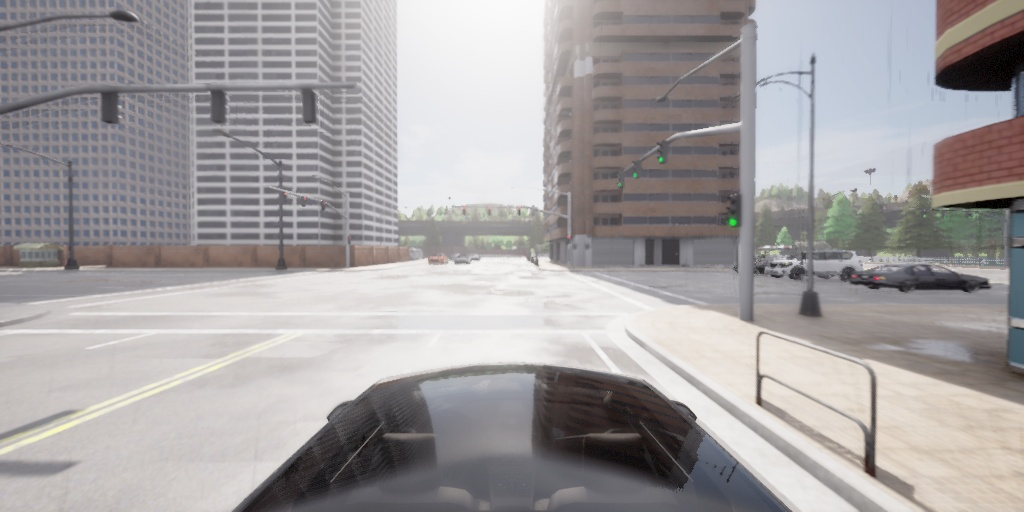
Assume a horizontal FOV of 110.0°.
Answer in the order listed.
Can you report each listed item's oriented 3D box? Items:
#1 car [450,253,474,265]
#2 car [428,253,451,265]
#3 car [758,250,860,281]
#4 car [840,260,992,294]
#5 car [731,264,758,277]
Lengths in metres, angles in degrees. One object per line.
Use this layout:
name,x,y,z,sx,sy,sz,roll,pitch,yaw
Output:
car,-7.048,0.581,51.030,1.895,1.301,4.718,0,1,0
car,-10.546,0.331,51.102,2.097,1.767,4.553,0,1,0
car,20.704,0.613,24.717,5.566,2.045,2.150,0,1,2
car,19.910,1.080,17.664,5.357,1.411,2.033,0,1,0
car,20.070,0.938,28.239,4.718,1.301,1.895,0,1,1
